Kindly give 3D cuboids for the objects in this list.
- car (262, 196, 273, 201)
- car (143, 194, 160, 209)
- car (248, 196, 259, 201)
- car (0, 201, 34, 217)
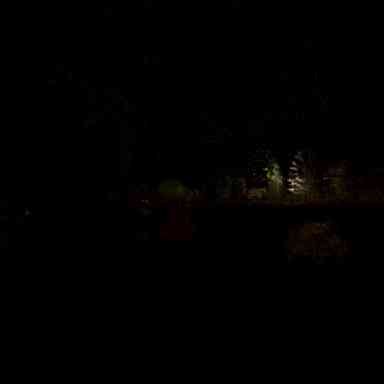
[{"bbox_3d":[20.918,1.727,91.908,2.128,1.511,4.902,0,0,30],"label":"car"},{"bbox_3d":[-4.683,1.327,47.659,2.150,2.045,5.566,0,0,34],"label":"car"},{"bbox_3d":[17.211,1.713,92.942,1.812,1.442,4.674,0,0,34],"label":"car"},{"bbox_3d":[-16.727,1.516,29.688,1.882,1.535,5.008,0,0,34],"label":"car"}]
